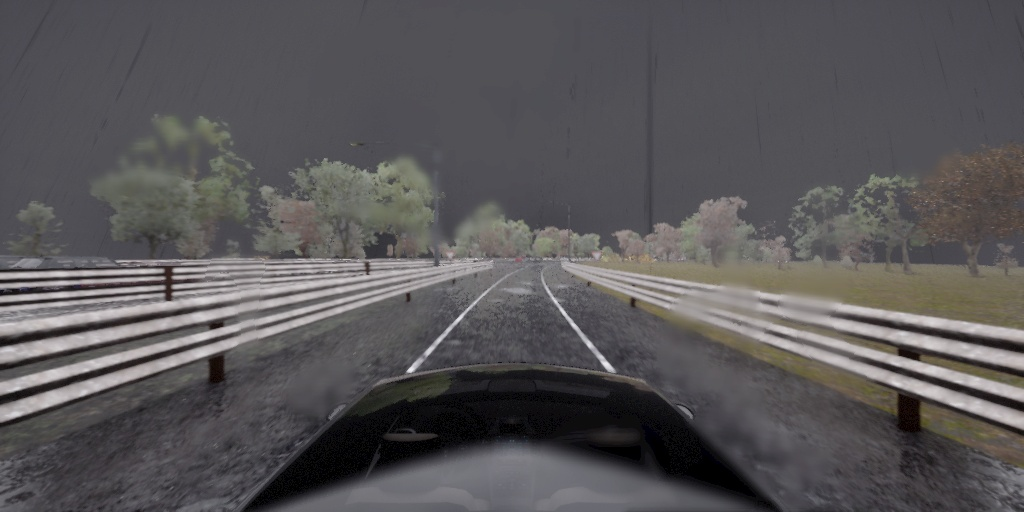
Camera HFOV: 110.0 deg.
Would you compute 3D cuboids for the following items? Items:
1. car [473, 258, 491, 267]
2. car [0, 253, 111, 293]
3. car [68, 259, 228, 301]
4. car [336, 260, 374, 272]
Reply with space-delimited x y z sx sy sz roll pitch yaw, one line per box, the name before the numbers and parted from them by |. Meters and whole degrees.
car | -5.283 1.210 56.599 1.895 1.301 4.718 0 0 14
car | -17.892 0.770 15.227 2.097 1.767 4.553 0 0 11
car | -14.380 0.958 14.893 1.812 1.442 4.674 0 0 11
car | -16.767 1.102 38.304 1.895 1.301 4.718 0 0 12
